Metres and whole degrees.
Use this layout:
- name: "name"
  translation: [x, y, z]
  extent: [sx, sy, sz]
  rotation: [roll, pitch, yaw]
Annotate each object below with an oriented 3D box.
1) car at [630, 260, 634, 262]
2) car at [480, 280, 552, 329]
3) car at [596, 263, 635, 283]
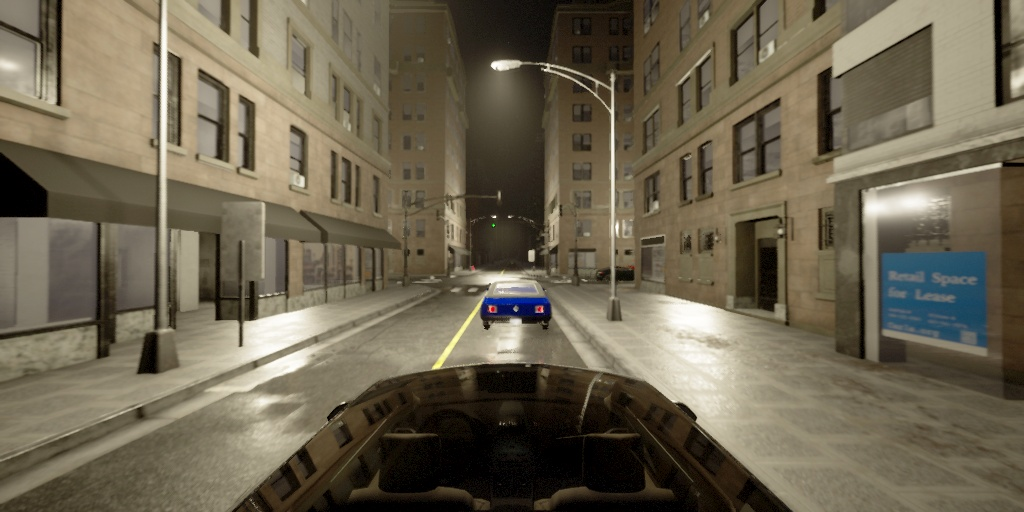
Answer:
- name: "car"
  translation: [12.283, 1.276, 34.763]
  extent: [5.009, 1.841, 2.192]
  rotation: [0, 0, 0]
- name: "car"
  translation: [0.108, 1.406, 11.408]
  extent: [1.895, 1.301, 4.718]
  rotation: [0, 0, 0]
- name: "car"
  translation: [9.064, 1.475, 29.417]
  extent: [4.181, 1.385, 1.994]
  rotation: [0, -1, -1]
